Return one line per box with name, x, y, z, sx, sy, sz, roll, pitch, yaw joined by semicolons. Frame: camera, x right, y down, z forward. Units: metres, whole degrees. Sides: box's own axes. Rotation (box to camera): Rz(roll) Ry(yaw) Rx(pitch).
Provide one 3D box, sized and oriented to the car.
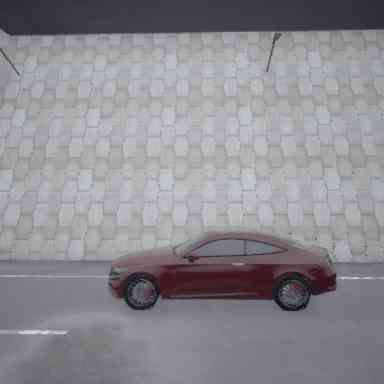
car;0.612;1.526;7.111;4.674;1.442;1.812;0;0;1
